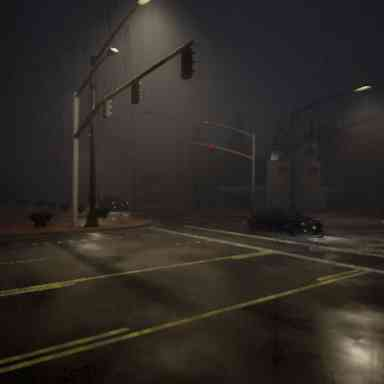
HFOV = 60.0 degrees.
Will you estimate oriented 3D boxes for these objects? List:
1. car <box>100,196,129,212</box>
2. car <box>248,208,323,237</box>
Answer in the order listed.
[{"bbox_3d":[-9.053,1.295,38.651,2.097,1.767,4.553,1,-1,-35],"label":"car"},{"bbox_3d":[5.072,1.615,18.499,1.994,1.385,4.181,1,0,-35],"label":"car"}]
